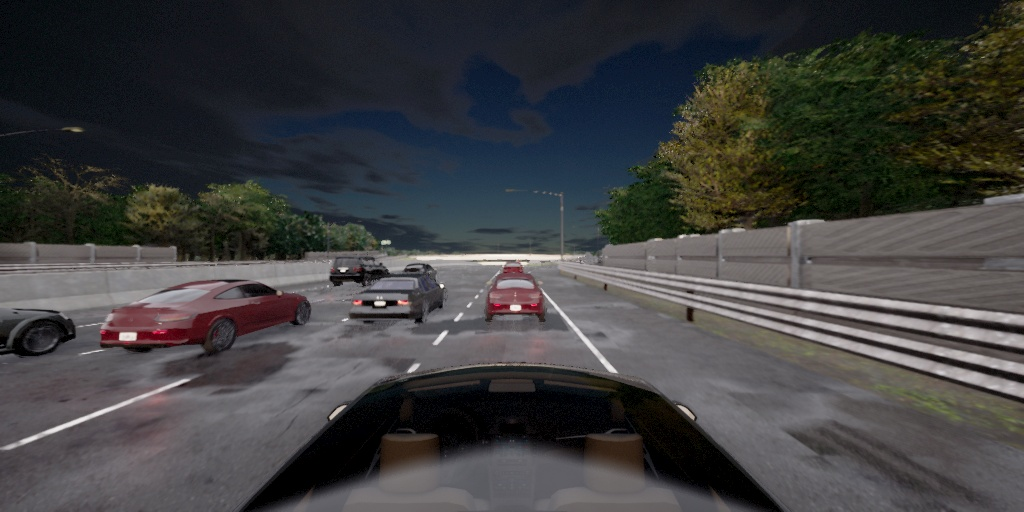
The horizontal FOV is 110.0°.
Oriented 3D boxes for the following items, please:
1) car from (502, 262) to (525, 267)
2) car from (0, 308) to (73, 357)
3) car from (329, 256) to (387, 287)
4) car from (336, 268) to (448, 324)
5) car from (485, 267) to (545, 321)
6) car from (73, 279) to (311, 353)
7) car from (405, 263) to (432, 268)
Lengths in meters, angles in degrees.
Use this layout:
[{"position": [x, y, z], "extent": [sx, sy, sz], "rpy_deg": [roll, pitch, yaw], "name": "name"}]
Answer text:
[{"position": [0.129, 1.266, 32.795], "extent": [1.882, 1.535, 5.008], "rpy_deg": [0, 0, 1], "name": "car"}, {"position": [-10.399, 1.317, 5.938], "extent": [1.994, 1.385, 4.181], "rpy_deg": [0, 0, 0], "name": "car"}, {"position": [-10.397, 0.999, 24.737], "extent": [2.150, 2.045, 5.566], "rpy_deg": [0, 0, 0], "name": "car"}, {"position": [-3.498, 1.309, 11.999], "extent": [2.033, 1.411, 5.357], "rpy_deg": [0, 0, 0], "name": "car"}, {"position": [0.101, 1.288, 12.365], "extent": [1.812, 1.442, 4.674], "rpy_deg": [0, 0, 0], "name": "car"}, {"position": [-6.898, 1.283, 8.743], "extent": [1.812, 1.442, 4.674], "rpy_deg": [0, 0, 0], "name": "car"}, {"position": [-6.897, 1.286, 27.004], "extent": [1.837, 1.490, 4.892], "rpy_deg": [0, 0, 0], "name": "car"}]
